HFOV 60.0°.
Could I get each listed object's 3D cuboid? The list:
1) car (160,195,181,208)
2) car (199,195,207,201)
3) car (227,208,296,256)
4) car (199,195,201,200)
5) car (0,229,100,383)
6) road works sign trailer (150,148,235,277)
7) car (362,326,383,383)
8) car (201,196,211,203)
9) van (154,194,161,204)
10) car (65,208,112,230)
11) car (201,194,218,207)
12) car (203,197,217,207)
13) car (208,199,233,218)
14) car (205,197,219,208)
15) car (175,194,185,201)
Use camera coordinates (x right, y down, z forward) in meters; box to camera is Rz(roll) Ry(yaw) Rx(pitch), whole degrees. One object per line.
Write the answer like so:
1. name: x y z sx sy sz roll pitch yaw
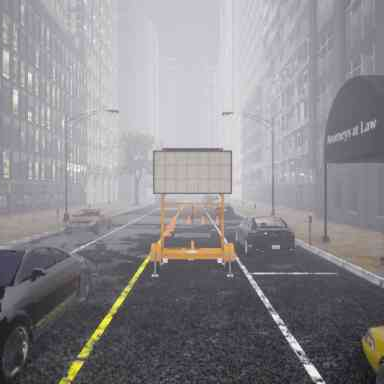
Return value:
1. car: -2.998 1.547 47.001 1.994 1.385 4.181 0 0 0
2. car: 2.874 1.466 87.183 1.752 1.417 4.829 0 0 0
3. car: 2.712 1.549 12.935 2.008 1.369 4.403 0 0 0
4. car: 2.810 1.289 58.521 2.192 1.841 5.009 0 0 0
5. car: -3.091 1.563 5.241 1.994 1.385 4.181 0 0 0
6. road works sign trailer: 0.019 0.463 10.228 2.380 3.560 2.880 0 0 0
7. car: 2.687 1.525 1.711 1.752 1.417 4.829 0 0 0
8. car: 2.836 1.508 69.917 1.887 1.381 4.507 0 0 0
9. van: -5.571 1.315 58.544 1.690 1.788 3.998 0 0 0
10. car: -5.656 1.579 18.658 1.802 1.307 4.206 0 0 0
11. car: 2.785 1.299 47.124 2.192 1.841 5.009 0 0 0
12. car: 2.799 1.524 52.822 1.887 1.381 4.507 0 0 0
13. car: 2.749 1.559 30.030 1.947 1.339 4.313 0 0 0
14. car: 2.762 1.535 35.728 1.887 1.381 4.507 0 0 0
15. car: -2.822 1.453 82.800 1.837 1.490 4.892 0 0 0
